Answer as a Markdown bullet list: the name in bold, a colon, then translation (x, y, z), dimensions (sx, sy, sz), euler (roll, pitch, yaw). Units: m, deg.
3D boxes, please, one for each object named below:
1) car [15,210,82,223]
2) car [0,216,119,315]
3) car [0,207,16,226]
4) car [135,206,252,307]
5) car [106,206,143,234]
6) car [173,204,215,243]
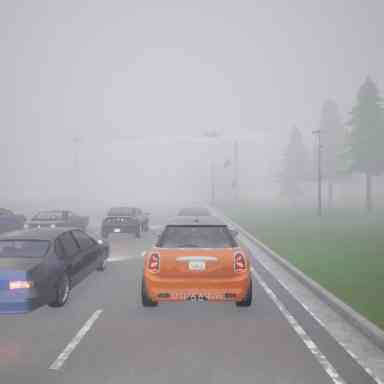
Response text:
- **car**: translation (-6.918, 1.601, 17.364), dimensions (1.895, 1.301, 4.718), euler (0, 0, 0)
- **car**: translation (-3.407, 1.547, 7.870), dimensions (2.033, 1.411, 5.357), euler (0, 0, 0)
- **car**: translation (-10.419, 1.478, 17.160), dimensions (1.882, 1.535, 5.008), euler (0, 0, 0)
- **car**: translation (0.092, 1.352, 8.145), dimensions (2.097, 1.767, 4.553), euler (0, 0, 0)
- **car**: translation (-3.420, 1.505, 17.615), dimensions (1.837, 1.490, 4.892), euler (0, 0, 0)
- **car**: translation (0.082, 1.478, 17.172), dimensions (1.882, 1.535, 5.008), euler (0, 0, 0)
